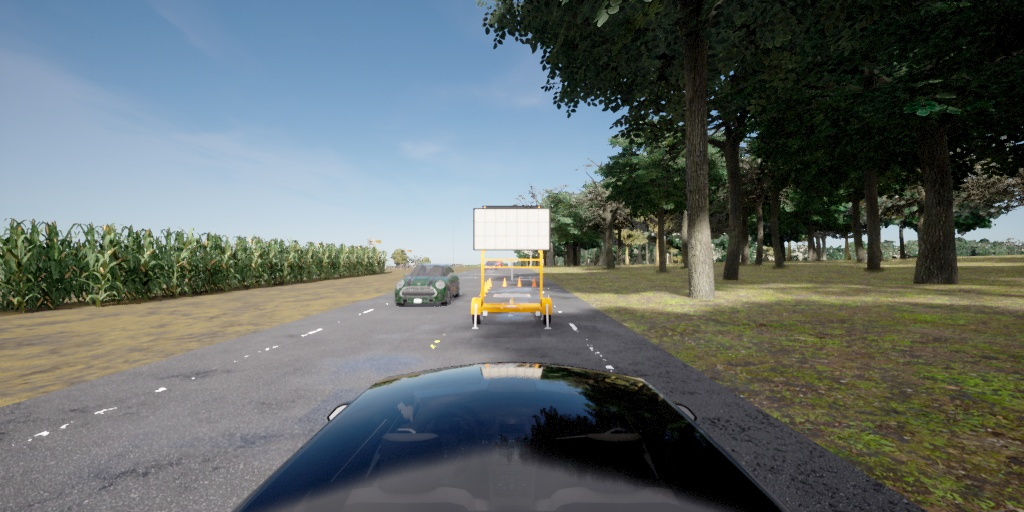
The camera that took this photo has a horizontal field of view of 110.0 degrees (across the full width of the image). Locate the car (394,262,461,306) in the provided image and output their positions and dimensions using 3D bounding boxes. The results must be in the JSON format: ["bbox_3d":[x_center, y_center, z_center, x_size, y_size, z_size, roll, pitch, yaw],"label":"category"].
[{"bbox_3d":[-3.604,1.130,15.958,2.097,1.767,4.553,0,0,0],"label":"car"}]

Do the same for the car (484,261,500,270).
[{"bbox_3d":[-3.601,1.427,59.970,2.097,1.767,4.553,0,-1,0],"label":"car"}]

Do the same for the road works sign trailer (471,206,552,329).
[{"bbox_3d":[-0.002,0.230,11.294,2.380,3.560,2.880,0,0,1],"label":"road works sign trailer"}]
